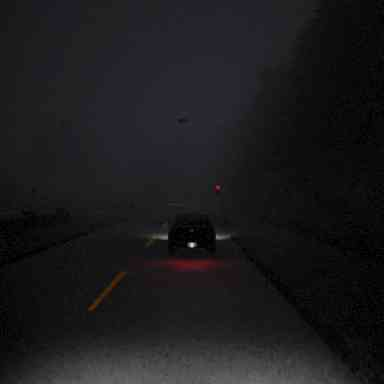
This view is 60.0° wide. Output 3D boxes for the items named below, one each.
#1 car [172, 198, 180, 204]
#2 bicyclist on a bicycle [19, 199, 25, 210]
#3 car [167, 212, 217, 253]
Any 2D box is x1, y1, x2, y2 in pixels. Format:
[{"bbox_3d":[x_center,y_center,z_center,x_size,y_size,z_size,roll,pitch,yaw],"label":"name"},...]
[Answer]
[{"bbox_3d":[-4.018,2.335,85.032,1.994,1.385,4.181,0,-1,0],"label":"car"},{"bbox_3d":[-24.192,1.788,47.277,0.582,1.620,1.656,0,0,0],"label":"bicyclist on a bicycle"},{"bbox_3d":[0.000,1.641,14.301,1.837,1.490,4.892,0,0,0],"label":"car"}]
